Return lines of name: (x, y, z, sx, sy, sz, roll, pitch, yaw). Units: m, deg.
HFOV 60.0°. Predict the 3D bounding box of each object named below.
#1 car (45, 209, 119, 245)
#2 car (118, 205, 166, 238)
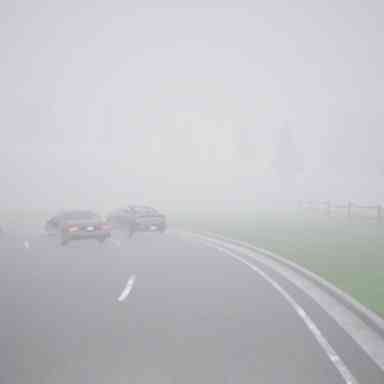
car: (-5.406, 1.485, 15.324, 2.033, 1.411, 5.357, 0, 0, -33)
car: (-3.081, 1.436, 17.448, 2.128, 1.511, 4.902, 1, 0, -32)
